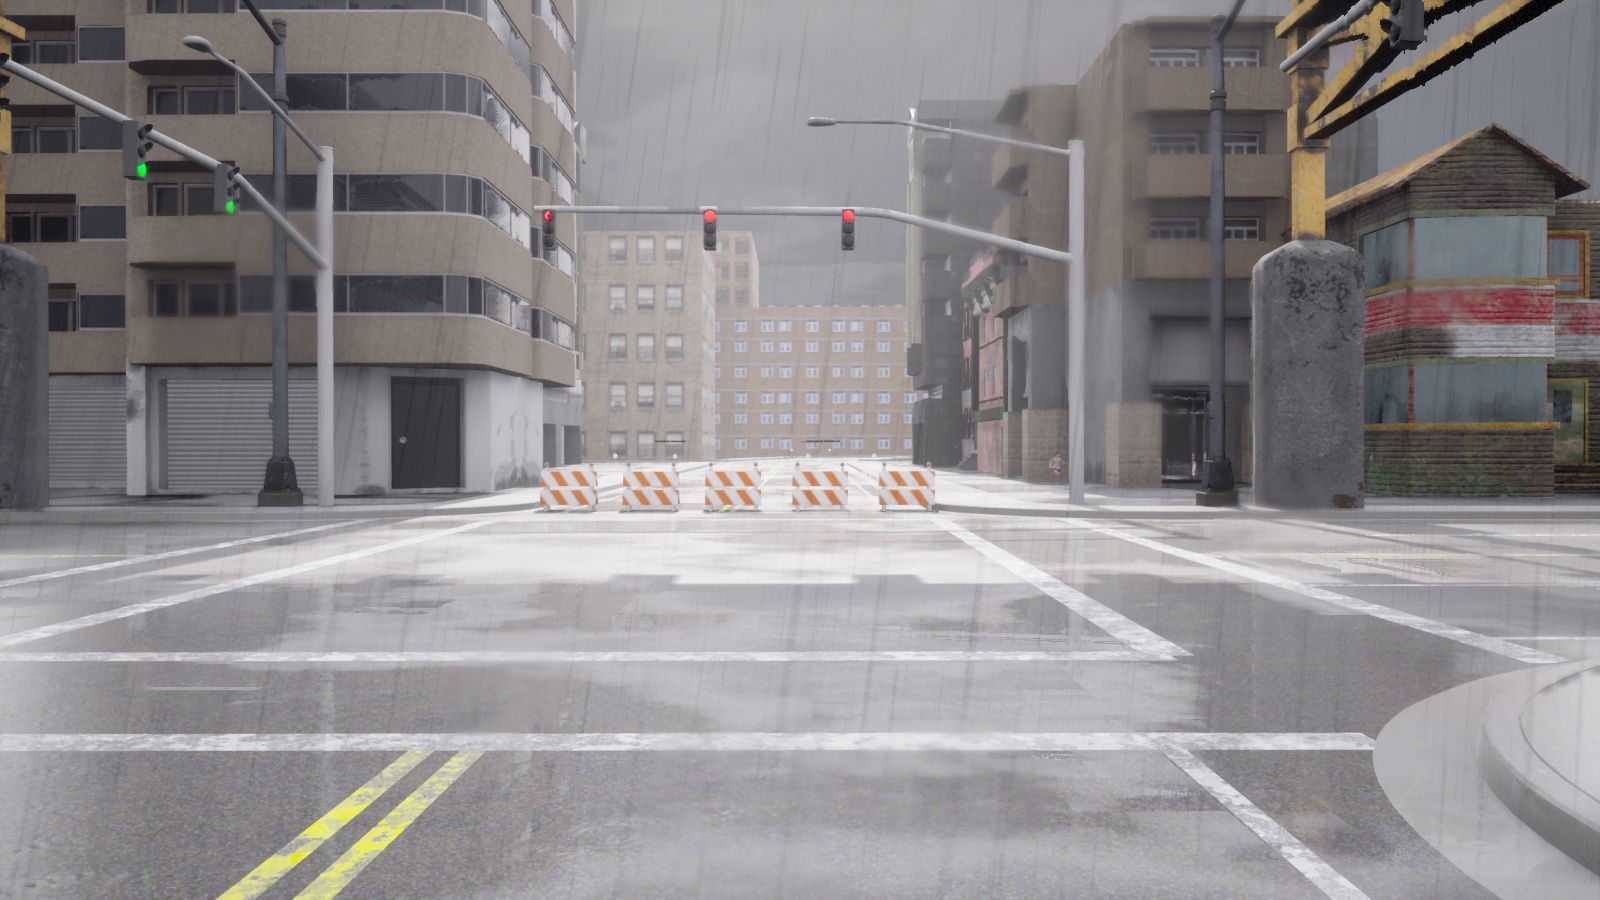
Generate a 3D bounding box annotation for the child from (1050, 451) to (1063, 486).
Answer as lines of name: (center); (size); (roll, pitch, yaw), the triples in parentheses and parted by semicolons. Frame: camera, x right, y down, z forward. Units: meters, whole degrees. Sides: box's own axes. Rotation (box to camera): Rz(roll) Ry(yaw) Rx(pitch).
child: (8.124, 0.574, 39.722); (0.255, 1.110, 0.394); (0, 0, -13)
